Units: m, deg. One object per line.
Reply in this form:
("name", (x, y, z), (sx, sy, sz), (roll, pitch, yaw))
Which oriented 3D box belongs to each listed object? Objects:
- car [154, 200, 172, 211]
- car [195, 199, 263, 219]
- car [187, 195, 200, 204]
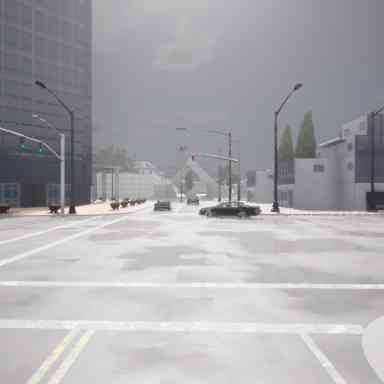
("car", (-3.619, 1.601, 41.646), (1.895, 1.301, 4.718), (0, 0, 0))
("car", (3.314, 1.552, 28.774), (5.357, 1.411, 2.033), (0, 0, 24))
("car", (0.334, 1.352, 61.670), (2.097, 1.767, 4.553), (0, 0, 4))
